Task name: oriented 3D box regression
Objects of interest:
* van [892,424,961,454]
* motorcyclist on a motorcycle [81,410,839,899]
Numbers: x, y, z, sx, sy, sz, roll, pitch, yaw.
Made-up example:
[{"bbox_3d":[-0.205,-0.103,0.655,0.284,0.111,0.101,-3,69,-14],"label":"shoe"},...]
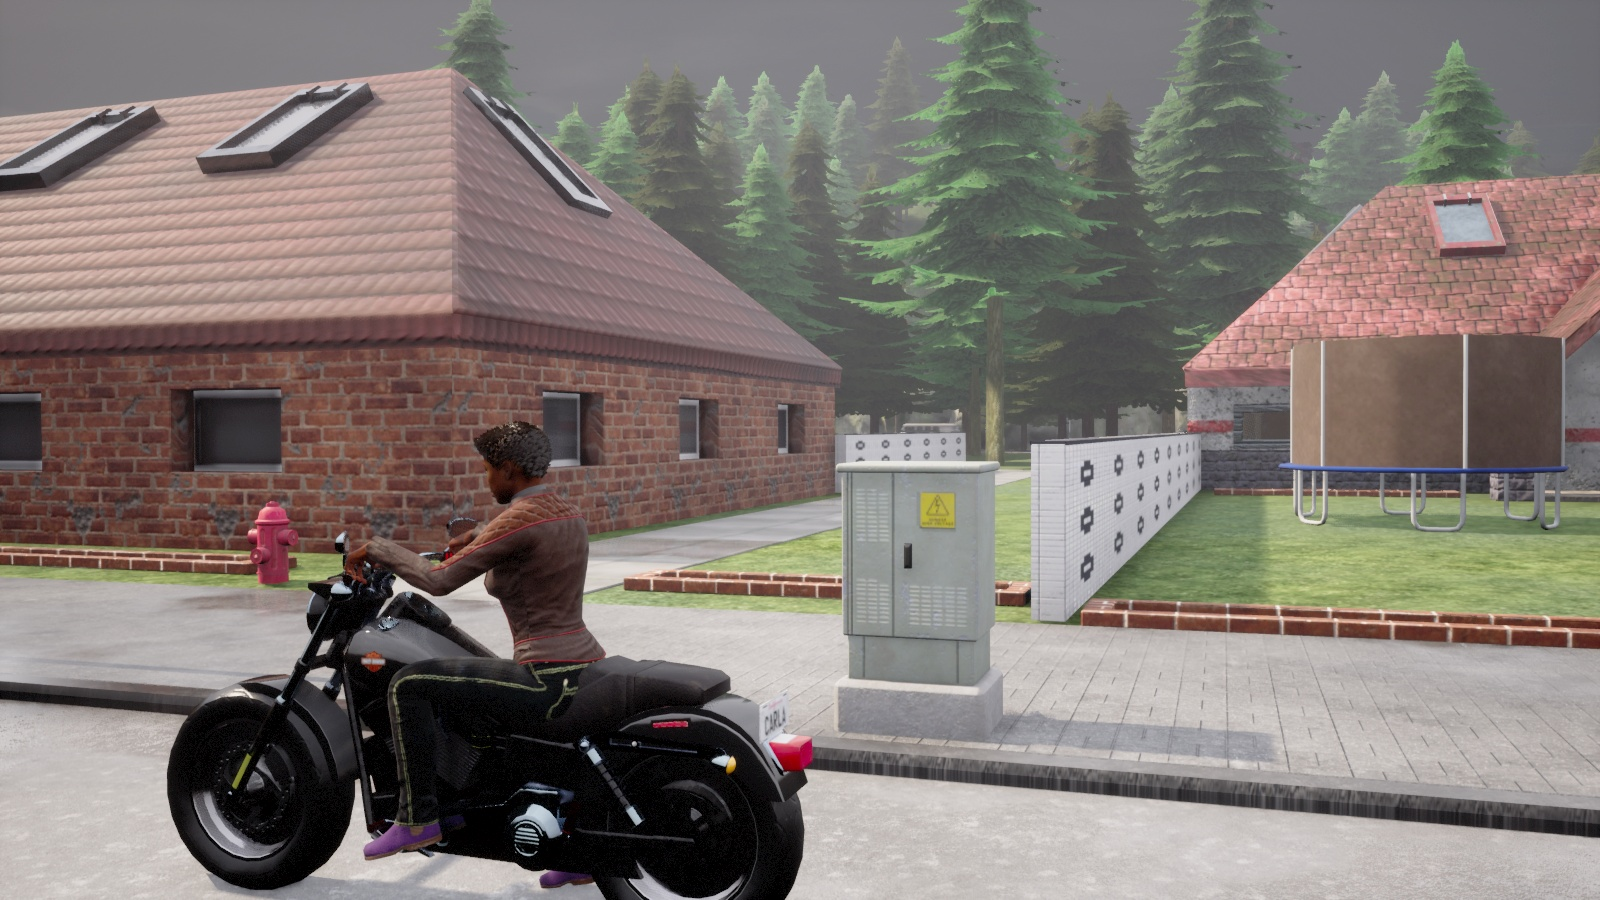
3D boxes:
[{"bbox_3d":[8.820,-0.786,87.443,4.442,1.987,1.775,1,1,19],"label":"van"},{"bbox_3d":[-1.109,0.707,4.093,2.350,1.649,0.766,0,1,19],"label":"motorcyclist on a motorcycle"}]
